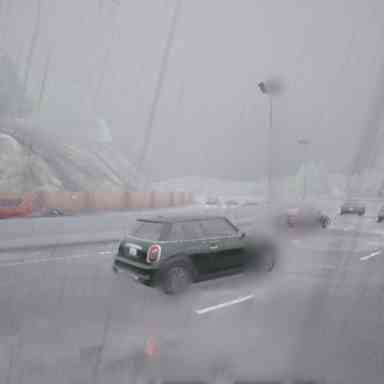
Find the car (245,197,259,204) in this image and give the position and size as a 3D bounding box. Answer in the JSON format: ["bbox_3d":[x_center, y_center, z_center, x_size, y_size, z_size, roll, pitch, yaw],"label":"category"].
[{"bbox_3d":[9.879,1.593,54.576,1.812,1.442,4.674,0,0,16],"label":"car"}]

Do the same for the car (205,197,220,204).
[{"bbox_3d":[3.717,1.646,58.281,2.033,1.411,5.357,0,0,15],"label":"car"}]

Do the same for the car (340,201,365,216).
[{"bbox_3d":[16.033,1.565,33.115,1.994,1.385,4.181,0,0,30],"label":"car"}]

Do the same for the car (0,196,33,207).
[{"bbox_3d":[-12.833,1.314,20.819,5.566,2.045,2.150,0,0,-38],"label":"car"}]

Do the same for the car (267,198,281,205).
[{"bbox_3d":[13.400,1.616,54.213,1.994,1.385,4.181,0,0,15],"label":"car"}]

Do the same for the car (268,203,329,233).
[{"bbox_3d":[6.472,1.539,19.686,1.812,1.442,4.674,0,0,43],"label":"car"}]

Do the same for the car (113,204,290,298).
[{"bbox_3d":[0.303,1.370,8.906,4.553,1.767,2.097,0,0,-39],"label":"car"}]

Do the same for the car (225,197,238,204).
[{"bbox_3d":[6.813,1.609,56.665,1.812,1.442,4.674,0,0,15],"label":"car"}]

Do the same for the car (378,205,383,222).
[{"bbox_3d":[15.269,1.536,25.173,2.033,1.411,5.357,0,0,34],"label":"car"}]

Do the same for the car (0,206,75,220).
[{"bbox_3d":[-8.971,1.676,19.451,4.718,1.301,1.895,0,0,-40],"label":"car"}]
